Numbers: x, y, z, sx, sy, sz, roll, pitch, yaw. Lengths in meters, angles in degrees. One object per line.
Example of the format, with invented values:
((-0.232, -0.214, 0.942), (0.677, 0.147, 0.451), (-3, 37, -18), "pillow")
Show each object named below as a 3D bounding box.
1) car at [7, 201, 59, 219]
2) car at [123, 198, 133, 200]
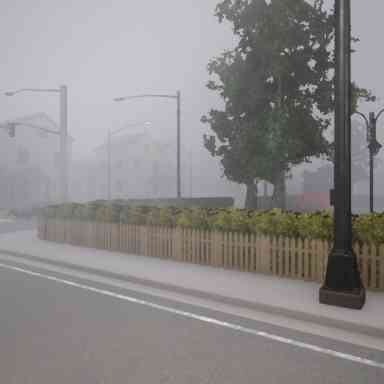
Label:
((-13.231, 1.547, 29.448), (2.033, 1.411, 5.357), (0, 0, 35), "car")
((-7.286, 1.491, 37.992), (2.128, 1.511, 4.902), (0, 0, 35), "car")
